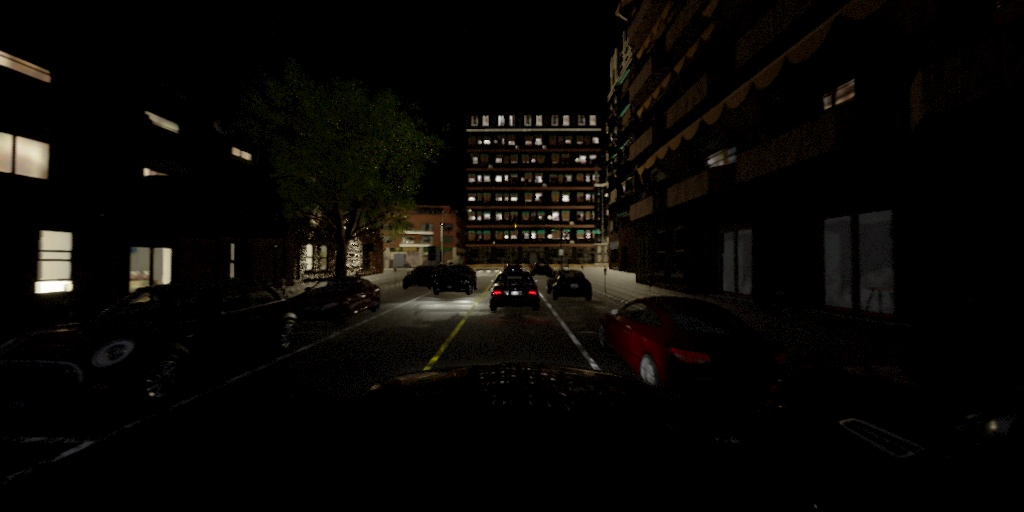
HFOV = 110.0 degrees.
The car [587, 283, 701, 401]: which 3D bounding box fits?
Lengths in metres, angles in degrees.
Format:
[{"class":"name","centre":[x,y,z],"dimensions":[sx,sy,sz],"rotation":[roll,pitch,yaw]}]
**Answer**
[{"class":"car","centre":[2.690,1.334,6.161],"dimensions":[1.802,1.307,4.207],"rotation":[0,0,0]}]

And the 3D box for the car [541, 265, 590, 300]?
[{"class":"car","centre":[2.689,1.325,17.533],"dimensions":[1.948,1.339,4.313],"rotation":[0,0,0]}]

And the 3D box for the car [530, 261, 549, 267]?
[{"class":"car","centre":[2.733,1.213,34.590],"dimensions":[1.967,1.591,4.097],"rotation":[0,0,0]}]

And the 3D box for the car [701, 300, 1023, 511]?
[{"class":"car","centre":[2.691,1.064,0.474],"dimensions":[2.192,1.841,5.009],"rotation":[0,0,0]}]

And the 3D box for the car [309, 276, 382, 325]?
[{"class":"car","centre":[-5.658,1.338,11.787],"dimensions":[1.802,1.307,4.207],"rotation":[0,0,0]}]

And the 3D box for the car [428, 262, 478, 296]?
[{"class":"car","centre":[-3.010,1.240,19.834],"dimensions":[1.882,1.535,5.008],"rotation":[0,0,0]}]

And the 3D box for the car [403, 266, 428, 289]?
[{"class":"car","centre":[-5.660,1.329,23.160],"dimensions":[1.948,1.339,4.313],"rotation":[0,0,0]}]

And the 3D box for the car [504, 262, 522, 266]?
[{"class":"car","centre":[0.096,1.339,36.822],"dimensions":[1.994,1.385,4.181],"rotation":[0,0,0]}]

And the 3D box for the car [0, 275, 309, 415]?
[{"class":"car","centre":[-5.658,1.192,6.101],"dimensions":[1.967,1.591,4.097],"rotation":[0,0,0]}]

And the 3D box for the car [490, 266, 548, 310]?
[{"class":"car","centre":[0.097,1.305,14.620],"dimensions":[2.033,1.411,5.357],"rotation":[0,0,0]}]
